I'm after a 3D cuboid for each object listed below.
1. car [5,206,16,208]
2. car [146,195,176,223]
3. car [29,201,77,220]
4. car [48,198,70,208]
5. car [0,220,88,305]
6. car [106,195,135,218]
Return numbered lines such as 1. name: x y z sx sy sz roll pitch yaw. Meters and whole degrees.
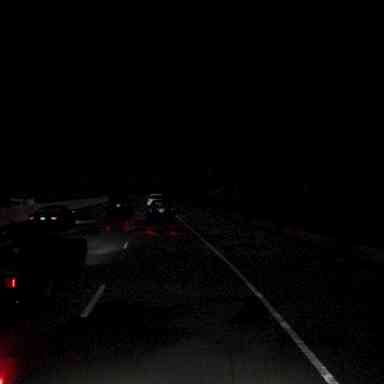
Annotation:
1. car: -22.593 1.301 43.849 2.150 2.045 5.566 0 0 -7
2. car: -2.439 1.371 25.657 2.097 1.767 4.553 0 0 -7
3. car: -8.986 1.581 21.789 2.033 1.411 5.357 0 0 -7
4. car: -19.788 1.638 49.597 1.994 1.385 4.181 0 0 -7
5. car: -3.904 1.615 7.970 1.895 1.301 4.718 0 0 -5
6. car: -6.652 1.253 31.177 2.150 2.045 5.566 0 0 -7
